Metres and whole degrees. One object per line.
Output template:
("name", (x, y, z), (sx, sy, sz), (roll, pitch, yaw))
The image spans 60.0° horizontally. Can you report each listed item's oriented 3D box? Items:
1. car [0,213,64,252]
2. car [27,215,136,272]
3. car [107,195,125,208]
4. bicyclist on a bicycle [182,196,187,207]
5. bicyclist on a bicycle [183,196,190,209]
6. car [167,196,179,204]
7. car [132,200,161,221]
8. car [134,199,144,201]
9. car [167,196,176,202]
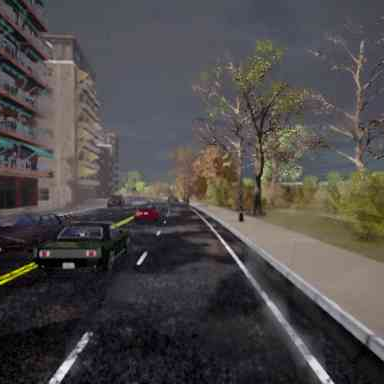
("car", (-6.759, 1.612, 14.119), (2.033, 1.411, 5.357), (0, 0, -1))
("car", (-3.253, 1.650, 10.915), (1.895, 1.301, 4.718), (0, 0, -1))
("car", (-11.825, 1.443, 52.194), (2.150, 2.045, 5.566), (0, 0, -4))
("bicyclist on a bicycle", (-1.253, 1.590, 54.425), (0.659, 1.776, 1.843), (0, 0, -5))
("bicyclist on a bicycle", (-0.557, 1.635, 44.701), (0.582, 1.620, 1.656), (0, 0, -4))
("car", (-3.918, 1.817, 73.657), (2.128, 1.511, 4.902), (0, 0, -6))
("car", (-3.765, 1.686, 28.518), (1.994, 1.385, 4.181), (0, 0, -2))
("car", (-8.789, 1.831, 55.173), (1.895, 1.301, 4.718), (0, 0, -4))
("car", (-5.189, 1.721, 84.943), (1.882, 1.535, 5.008), (0, 0, -7))
